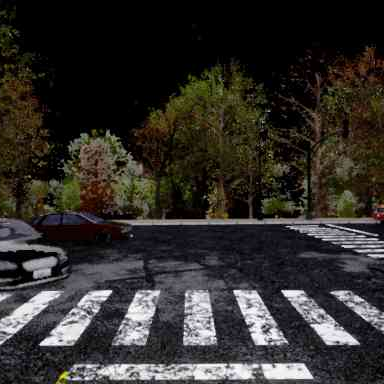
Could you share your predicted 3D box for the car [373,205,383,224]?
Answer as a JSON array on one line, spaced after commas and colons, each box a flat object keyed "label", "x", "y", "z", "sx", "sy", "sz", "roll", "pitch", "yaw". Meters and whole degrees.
[{"label": "car", "x": 14.633, "y": 1.127, "z": 21.157, "sx": 5.566, "sy": 2.045, "sz": 2.150, "roll": -1, "pitch": -1, "yaw": 1}]

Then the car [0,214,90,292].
[{"label": "car", "x": -5.030, "y": 1.450, "z": 8.525, "sx": 4.902, "sy": 1.511, "sz": 2.128, "roll": 0, "pitch": 0, "yaw": 39}]

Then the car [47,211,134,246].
[{"label": "car", "x": -5.348, "y": 1.567, "z": 14.740, "sx": 5.357, "sy": 1.411, "sz": 2.033, "roll": -1, "pitch": -1, "yaw": 1}]
